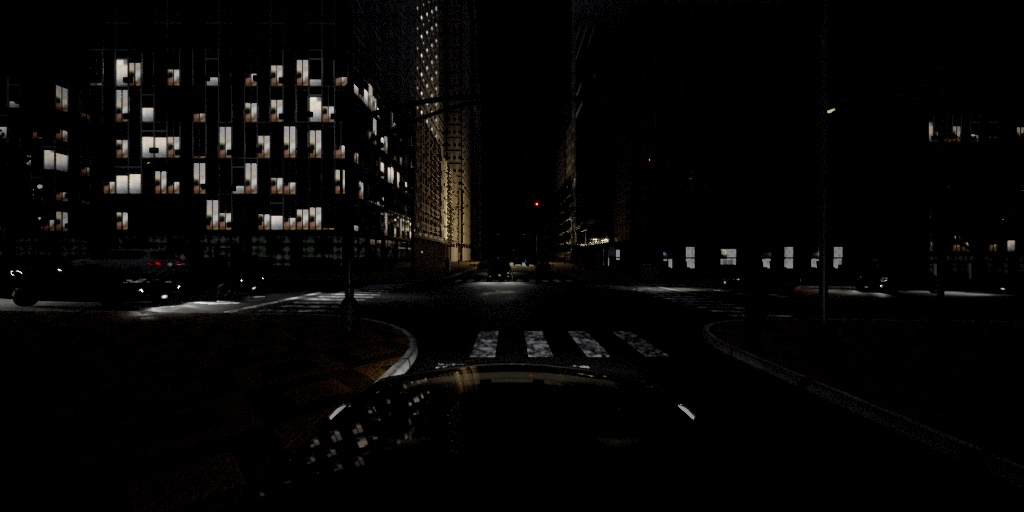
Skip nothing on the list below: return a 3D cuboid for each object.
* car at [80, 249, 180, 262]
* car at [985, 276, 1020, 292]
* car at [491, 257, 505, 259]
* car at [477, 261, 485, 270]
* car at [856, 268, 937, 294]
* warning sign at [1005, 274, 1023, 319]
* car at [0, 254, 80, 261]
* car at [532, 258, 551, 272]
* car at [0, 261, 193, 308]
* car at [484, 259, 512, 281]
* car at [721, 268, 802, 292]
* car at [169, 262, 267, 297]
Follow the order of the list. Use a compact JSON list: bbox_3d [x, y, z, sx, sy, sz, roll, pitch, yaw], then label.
[{"bbox_3d":[-24.250,0.550,22.527,5.566,2.045,2.150,1,0,-2],"label":"car"},{"bbox_3d":[36.761,2.035,25.336,4.718,1.301,1.895,1,0,-2],"label":"car"},{"bbox_3d":[-1.511,1.240,46.762,1.882,1.535,5.008,0,0,0],"label":"car"},{"bbox_3d":[-3.994,1.342,51.050,1.802,1.307,4.207,0,0,0],"label":"car"},{"bbox_3d":[26.746,1.606,24.885,4.553,1.767,2.097,1,0,-3],"label":"car"},{"bbox_3d":[17.281,1.204,11.741,1.060,1.860,1.300,0,0,-3],"label":"warning sign"},{"bbox_3d":[-22.916,0.706,15.911,4.553,1.767,2.097,1,0,-3],"label":"car"},{"bbox_3d":[3.955,1.329,45.552,1.948,1.339,4.313,0,0,0],"label":"car"},{"bbox_3d":[-15.290,1.042,13.035,5.357,1.411,2.033,1,0,0],"label":"car"},{"bbox_3d":[-1.174,1.275,30.261,1.837,1.490,4.892,0,0,-5],"label":"car"},{"bbox_3d":[16.900,1.569,24.437,4.902,1.511,2.128,1,0,-3],"label":"car"},{"bbox_3d":[-14.011,1.118,16.315,4.718,1.301,1.895,1,0,-3],"label":"car"}]
